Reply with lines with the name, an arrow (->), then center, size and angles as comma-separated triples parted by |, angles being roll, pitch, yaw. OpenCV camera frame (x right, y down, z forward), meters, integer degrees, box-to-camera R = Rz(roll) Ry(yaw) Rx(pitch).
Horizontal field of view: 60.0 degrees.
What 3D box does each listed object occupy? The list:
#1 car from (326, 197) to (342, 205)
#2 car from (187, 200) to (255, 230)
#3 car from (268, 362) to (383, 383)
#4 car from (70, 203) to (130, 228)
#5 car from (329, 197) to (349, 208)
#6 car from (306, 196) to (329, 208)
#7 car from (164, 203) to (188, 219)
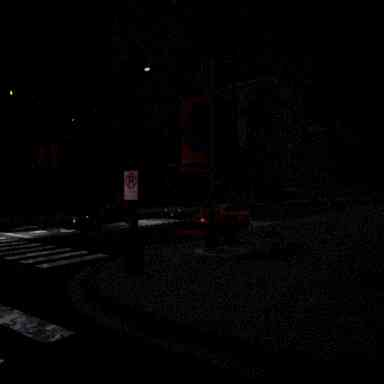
car -> 26.385, 1.672, 61.847 | 1.812, 1.442, 4.674 | 0, 0, 35
car -> 2.063, 1.514, 21.806 | 1.882, 1.535, 5.008 | 0, 0, 35
car -> 2.209, 1.551, 1.270 | 4.403, 1.369, 2.008 | 0, 0, 36
car -> -5.767, 1.513, 22.325 | 2.128, 1.511, 4.902 | 0, 0, 36
car -> 22.695, 1.596, 50.994 | 1.882, 1.535, 5.008 | 0, 0, 35
car -> 19.344, 1.463, 51.884 | 2.097, 1.767, 4.553 | 0, 0, 35
car -> -0.408, 1.638, 29.932 | 1.895, 1.301, 4.718 | 0, 0, 36
